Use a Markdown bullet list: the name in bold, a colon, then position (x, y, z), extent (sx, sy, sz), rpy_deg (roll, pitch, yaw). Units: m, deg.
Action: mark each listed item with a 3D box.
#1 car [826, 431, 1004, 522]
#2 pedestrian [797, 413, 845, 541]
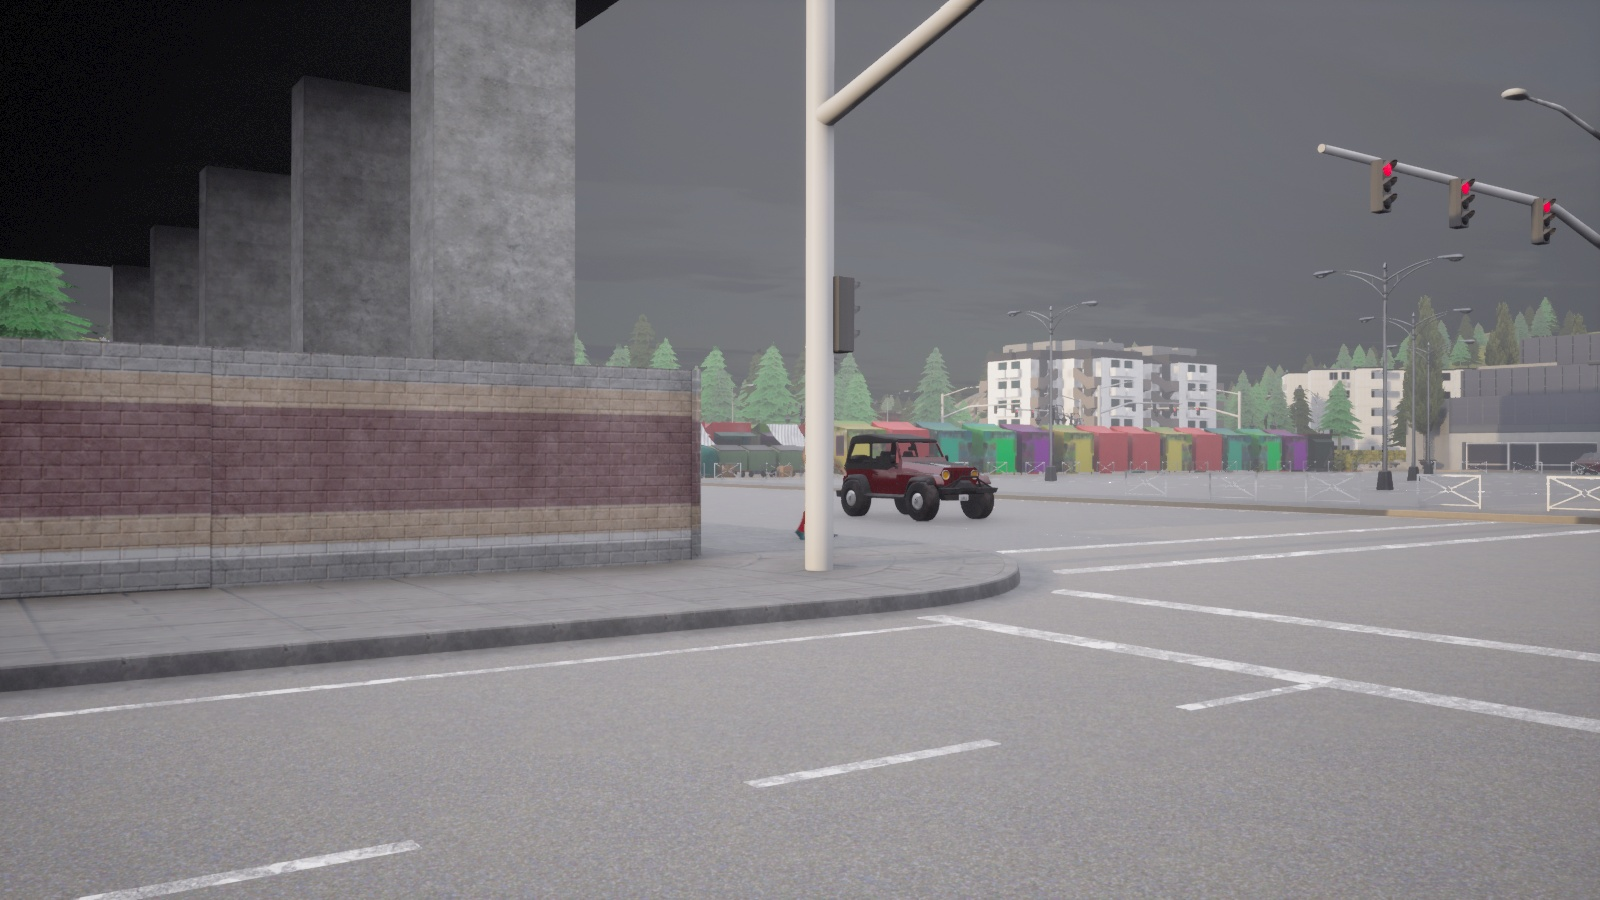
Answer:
- **car**: position (2.491, 0.549, 28.043), extent (1.905, 1.878, 3.866), rpy_deg (0, 0, -35)
- **pedestrian**: position (0.308, 0.388, 18.310), extent (0.594, 1.836, 0.345), rpy_deg (0, 0, 31)
